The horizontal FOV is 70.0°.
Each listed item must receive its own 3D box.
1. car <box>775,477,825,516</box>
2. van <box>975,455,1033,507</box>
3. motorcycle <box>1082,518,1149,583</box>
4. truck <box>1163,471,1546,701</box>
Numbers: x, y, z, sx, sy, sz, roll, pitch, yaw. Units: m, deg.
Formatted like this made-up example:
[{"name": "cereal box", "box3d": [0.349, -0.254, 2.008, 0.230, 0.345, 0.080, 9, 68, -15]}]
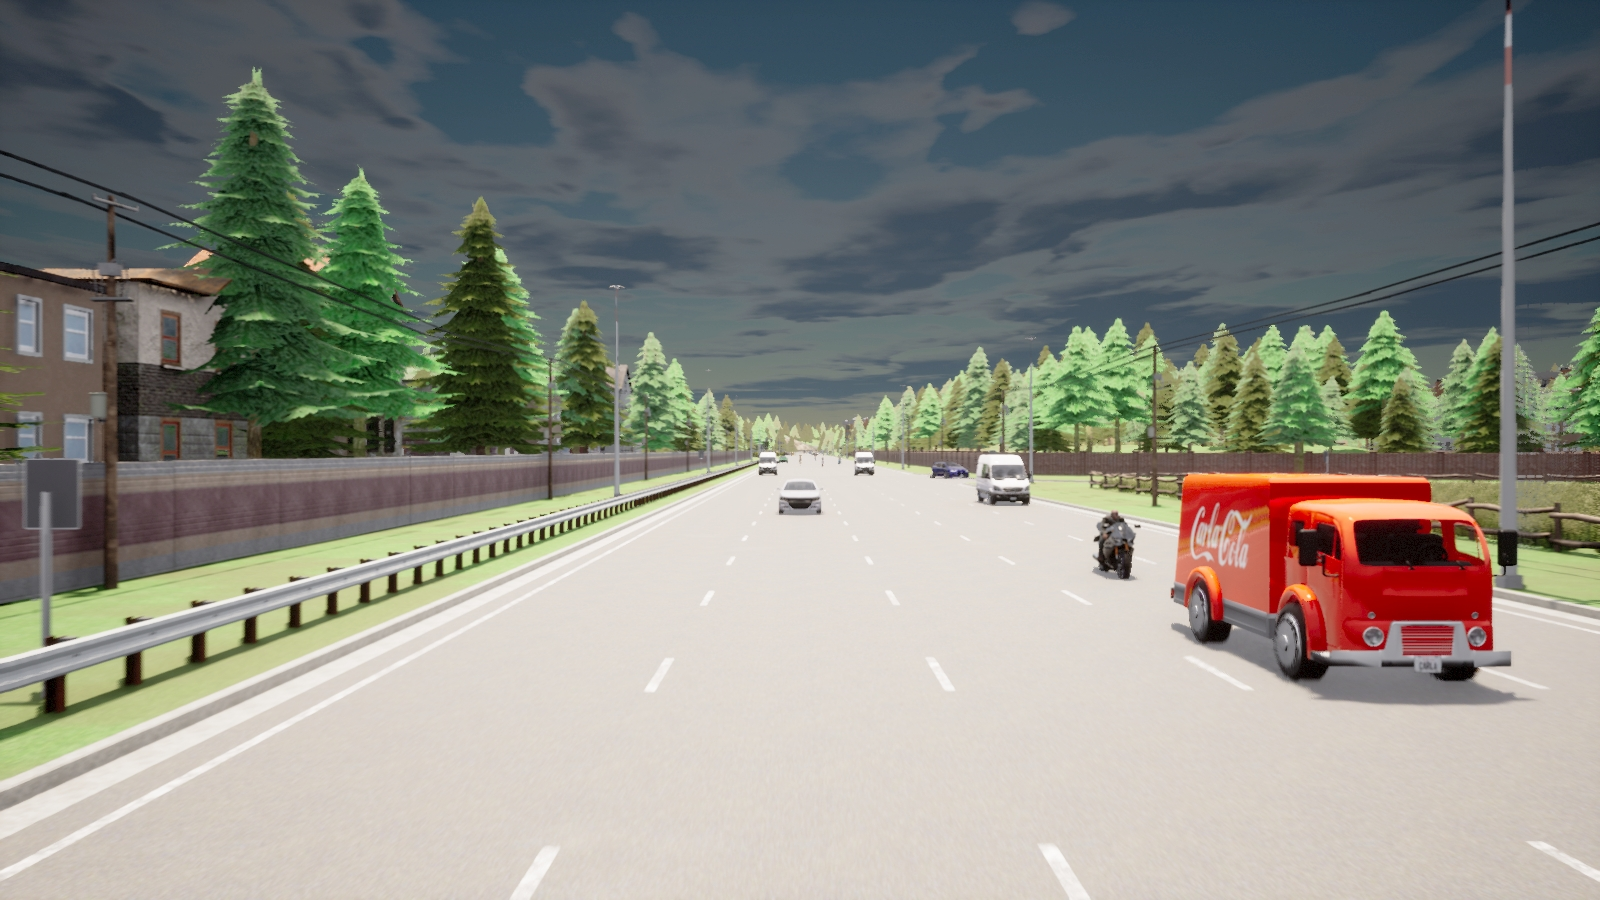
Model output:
[{"name": "car", "box3d": [0.005, 2.033, 50.915, 2.097, 1.535, 5.006, 0, 0, 0]}, {"name": "van", "box3d": [10.501, 1.533, 59.247, 1.988, 2.561, 5.915, 0, 0, 0]}, {"name": "motorcycle", "box3d": [7.001, 2.205, 25.469, 0.867, 1.251, 2.209, 0, 0, 0]}, {"name": "truck", "box3d": [7.010, 1.568, 15.339, 2.627, 2.467, 5.204, 0, 0, 0]}]
